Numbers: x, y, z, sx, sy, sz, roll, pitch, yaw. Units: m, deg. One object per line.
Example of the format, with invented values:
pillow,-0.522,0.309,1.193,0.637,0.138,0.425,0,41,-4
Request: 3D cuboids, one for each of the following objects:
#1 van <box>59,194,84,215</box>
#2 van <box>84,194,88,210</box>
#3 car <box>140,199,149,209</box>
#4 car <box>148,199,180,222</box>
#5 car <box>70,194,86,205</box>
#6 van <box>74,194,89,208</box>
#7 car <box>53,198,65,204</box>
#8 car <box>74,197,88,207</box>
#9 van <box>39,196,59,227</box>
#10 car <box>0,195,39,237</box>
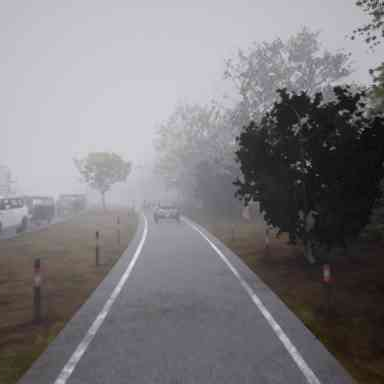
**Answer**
van,-12.164,1.239,32.808,1.878,1.987,4.442,1,-1,-13
van,-13.366,1.265,38.258,1.878,1.987,4.442,1,-1,-14
car,-5.511,1.523,42.666,1.895,1.301,4.718,-1,0,-14
car,-2.061,1.458,25.744,2.128,1.511,4.902,0,0,-8
car,-22.252,1.543,64.817,2.435,2.045,5.566,2,-2,-24
van,-16.316,1.351,49.046,1.878,1.987,4.442,2,-2,-20
car,-35.457,2.291,88.619,2.097,1.535,5.008,-1,-1,-34
car,-18.077,1.632,54.272,1.946,1.575,5.366,1,-2,-18
van,-10.413,1.219,21.760,1.878,1.987,4.442,1,-1,-9
car,-9.849,1.194,16.287,2.435,2.045,5.566,1,-1,-7
